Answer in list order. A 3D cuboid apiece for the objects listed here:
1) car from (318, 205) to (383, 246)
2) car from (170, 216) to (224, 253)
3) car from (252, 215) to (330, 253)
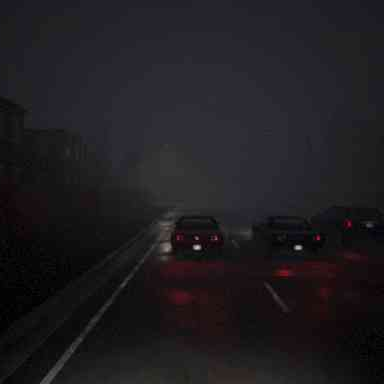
[{"bbox_3d":[7.223,1.384,15.627,2.097,1.767,4.553,0,0,1],"label":"car"},{"bbox_3d":[0.208,1.628,13.743,1.895,1.301,4.718,0,0,1],"label":"car"},{"bbox_3d":[3.707,1.629,13.718,1.895,1.301,4.718,0,0,1],"label":"car"}]
